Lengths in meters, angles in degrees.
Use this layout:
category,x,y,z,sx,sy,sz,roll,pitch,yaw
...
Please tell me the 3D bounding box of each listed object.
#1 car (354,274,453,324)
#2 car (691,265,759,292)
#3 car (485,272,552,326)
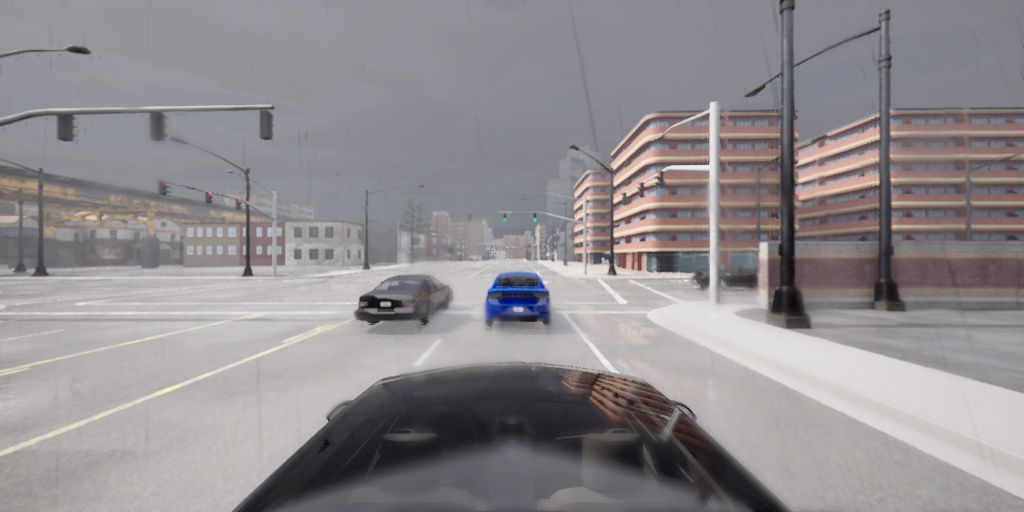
category,x,y,z,sx,sy,sz,roll,pitch,yaw
car,-3.299,1.323,11.988,2.033,1.411,5.357,0,0,1
car,13.341,1.296,21.372,4.892,1.490,1.837,0,-1,0
car,0.208,1.248,11.836,1.882,1.535,5.008,0,0,1
